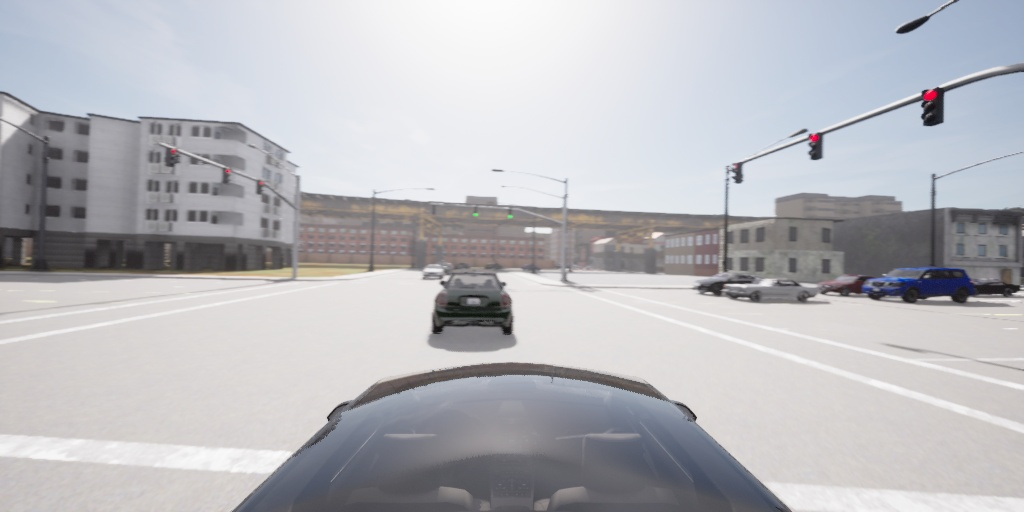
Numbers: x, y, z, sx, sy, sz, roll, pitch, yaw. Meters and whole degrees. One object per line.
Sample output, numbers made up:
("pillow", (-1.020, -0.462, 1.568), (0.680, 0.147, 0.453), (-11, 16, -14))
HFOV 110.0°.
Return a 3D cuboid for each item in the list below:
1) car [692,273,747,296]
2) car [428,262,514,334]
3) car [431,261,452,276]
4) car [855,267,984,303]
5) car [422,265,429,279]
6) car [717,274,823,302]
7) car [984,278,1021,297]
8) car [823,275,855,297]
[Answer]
("car", (14.831, 1.882, 24.405), (4.902, 1.511, 2.128), (1, -1, -5))
("car", (-1.199, 1.179, 11.071), (2.097, 1.767, 4.553), (2, -1, -7))
("car", (-8.928, 1.493, 45.740), (2.097, 1.767, 4.553), (2, -1, -6))
("car", (24.670, 1.722, 21.834), (5.566, 2.045, 2.150), (1, -1, -5))
("car", (-7.831, 1.557, 36.083), (1.812, 1.442, 4.674), (2, -1, -6))
("car", (14.957, 1.943, 20.903), (4.718, 1.301, 1.895), (1, -1, -6))
("car", (33.869, 2.267, 26.228), (4.718, 1.301, 1.895), (1, -1, -5))
("car", (24.043, 2.064, 25.284), (4.674, 1.442, 1.812), (1, -1, -6))
